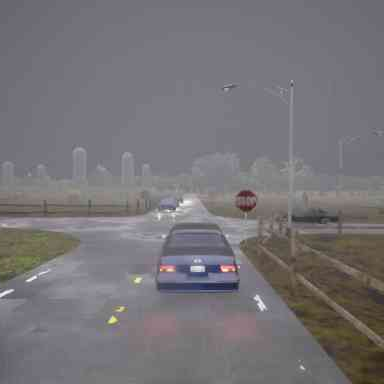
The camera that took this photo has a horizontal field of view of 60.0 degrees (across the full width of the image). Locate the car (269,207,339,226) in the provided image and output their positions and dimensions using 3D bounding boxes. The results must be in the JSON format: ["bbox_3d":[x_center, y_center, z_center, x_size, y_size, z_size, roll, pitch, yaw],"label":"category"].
[{"bbox_3d":[8.193,1.753,24.563,4.718,1.301,1.895,1,1,0],"label":"car"}]

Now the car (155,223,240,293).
[{"bbox_3d":[0.103,1.543,8.988,2.033,1.411,5.357,0,0,0],"label":"car"}]

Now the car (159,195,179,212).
[{"bbox_3d":[-2.808,1.446,38.844,1.882,1.535,5.008,0,0,-1],"label":"car"}]

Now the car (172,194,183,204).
[{"bbox_3d":[-2.846,1.442,49.278,2.128,1.511,4.902,0,0,0],"label":"car"}]
